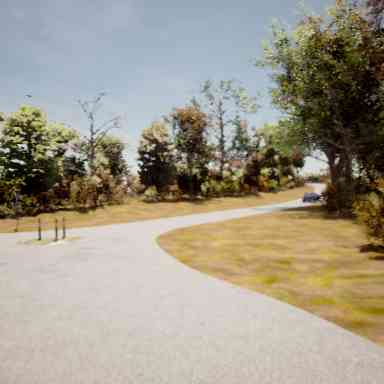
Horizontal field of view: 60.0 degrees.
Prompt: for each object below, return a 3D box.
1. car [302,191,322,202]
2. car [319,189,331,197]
[{"bbox_3d":[19.701,0.737,55.029,2.097,1.767,4.553,-3,1,31],"label":"car"},{"bbox_3d":[27.977,0.166,69.705,1.837,1.490,4.892,-1,3,27],"label":"car"}]
